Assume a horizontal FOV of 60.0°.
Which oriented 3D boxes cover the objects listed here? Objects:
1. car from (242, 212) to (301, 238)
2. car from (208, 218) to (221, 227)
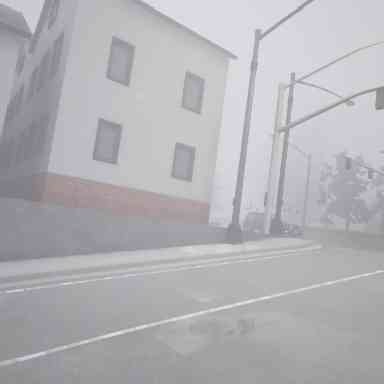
[{"bbox_3d":[6.983,2.946,29.608,2.150,2.045,5.566,12,-7,-35],"label":"car"},{"bbox_3d":[0.981,3.291,37.918,2.033,1.411,5.357,12,-7,-35],"label":"car"}]
